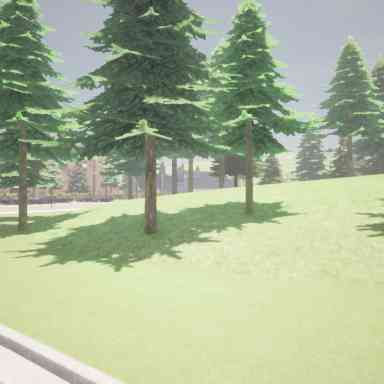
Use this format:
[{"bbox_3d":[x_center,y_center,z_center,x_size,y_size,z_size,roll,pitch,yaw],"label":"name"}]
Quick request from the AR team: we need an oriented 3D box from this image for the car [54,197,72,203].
[{"bbox_3d":[-26.671,1.595,67.247,1.895,1.301,4.718,0,0,35],"label":"car"}]

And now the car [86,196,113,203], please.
[{"bbox_3d":[-18.187,1.503,67.144,1.837,1.490,4.892,0,0,35],"label":"car"}]

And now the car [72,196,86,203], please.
[{"bbox_3d":[-21.483,1.478,68.542,1.882,1.535,5.008,0,0,35],"label":"car"}]

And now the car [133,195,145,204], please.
[{"bbox_3d":[-9.622,1.352,65.419,2.097,1.767,4.553,0,0,35],"label":"car"}]

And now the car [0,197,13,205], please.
[{"bbox_3d":[-29.724,1.601,56.951,1.895,1.301,4.718,0,0,35],"label":"car"}]

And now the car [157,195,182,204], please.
[{"bbox_3d":[-4.774,1.352,66.151,2.097,1.767,4.553,0,0,36],"label":"car"}]

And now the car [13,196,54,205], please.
[{"bbox_3d":[-26.411,1.492,55.599,2.128,1.511,4.902,0,0,35],"label":"car"}]
